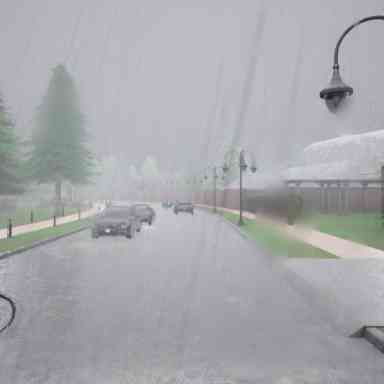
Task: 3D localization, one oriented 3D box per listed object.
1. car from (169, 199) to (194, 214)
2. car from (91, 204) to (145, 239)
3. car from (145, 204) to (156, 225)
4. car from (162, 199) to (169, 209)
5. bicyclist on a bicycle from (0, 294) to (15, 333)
[{"bbox_3d":[-0.962,1.490,34.649,2.128,1.511,4.902,0,0,-6],"label":"car"},{"bbox_3d":[-3.794,1.507,17.250,1.837,1.490,4.892,0,-1,-1],"label":"car"},{"bbox_3d":[-3.731,1.570,23.915,1.994,1.385,4.181,0,0,-1],"label":"car"},{"bbox_3d":[-2.974,1.601,46.099,1.895,1.301,4.718,0,0,-12],"label":"car"},{"bbox_3d":[-3.470,1.457,4.788,1.656,1.620,0.582,-3,2,-40],"label":"bicyclist on a bicycle"}]
